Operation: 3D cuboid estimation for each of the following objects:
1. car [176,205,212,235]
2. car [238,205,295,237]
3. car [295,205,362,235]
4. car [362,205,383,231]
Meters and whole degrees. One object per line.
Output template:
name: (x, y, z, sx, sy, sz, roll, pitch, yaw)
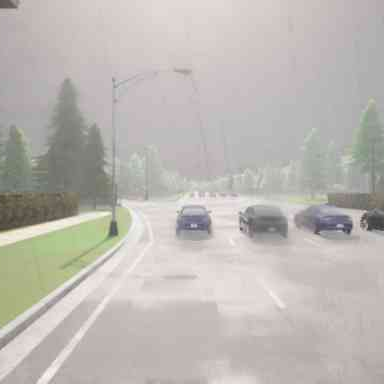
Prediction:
car: (0.098, 1.446, 18.279, 1.812, 1.442, 4.674, 0, 0, 0)
car: (3.598, 1.429, 17.350, 1.837, 1.490, 4.892, 0, 0, 0)
car: (7.098, 1.446, 18.249, 1.812, 1.442, 4.674, 0, 0, 0)
car: (10.598, 1.278, 16.953, 2.097, 1.767, 4.553, 0, 0, 0)
